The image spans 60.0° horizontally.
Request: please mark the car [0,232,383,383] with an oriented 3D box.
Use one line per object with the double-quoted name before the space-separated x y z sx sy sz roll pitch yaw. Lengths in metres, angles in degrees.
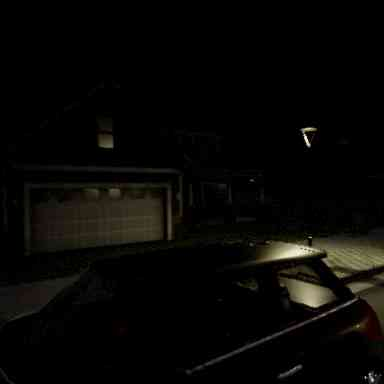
"car" -0.321 1.345 2.843 4.553 1.767 2.097 -1 0 -36
